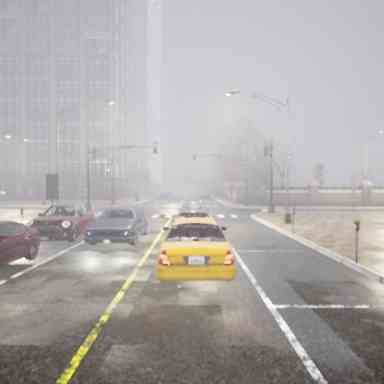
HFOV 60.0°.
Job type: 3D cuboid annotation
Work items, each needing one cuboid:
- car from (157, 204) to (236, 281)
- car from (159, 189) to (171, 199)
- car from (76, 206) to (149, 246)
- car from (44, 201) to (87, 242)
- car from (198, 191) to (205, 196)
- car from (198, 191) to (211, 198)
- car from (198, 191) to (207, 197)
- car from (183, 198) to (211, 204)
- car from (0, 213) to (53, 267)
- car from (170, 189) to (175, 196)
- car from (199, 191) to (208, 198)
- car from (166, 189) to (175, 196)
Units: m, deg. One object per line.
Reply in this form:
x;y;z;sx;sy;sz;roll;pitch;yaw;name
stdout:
0.086;1.340;9.371;1.801;1.575;5.366;0;1;0;car
-5.932;0.655;69.379;1.947;1.339;4.313;0;1;0;car
-3.041;1.365;14.604;2.033;1.411;5.357;0;1;1;car
-5.711;1.254;14.859;1.967;1.590;4.097;0;1;0;car
2.564;0.314;91.686;1.887;1.381;4.507;0;1;0;car
2.663;0.727;63.892;1.947;1.339;4.313;0;1;0;car
2.579;0.484;80.566;2.008;1.369;4.403;0;1;0;car
0.089;1.298;19.634;2.033;1.411;5.357;0;1;0;car
-5.703;1.469;9.169;1.802;1.307;4.206;0;1;0;car
-5.954;0.294;86.059;1.967;1.590;4.097;0;1;0;car
2.587;0.556;75.006;1.887;1.381;4.507;0;1;0;car
-5.961;0.086;91.616;2.192;1.841;5.009;0;1;0;car
